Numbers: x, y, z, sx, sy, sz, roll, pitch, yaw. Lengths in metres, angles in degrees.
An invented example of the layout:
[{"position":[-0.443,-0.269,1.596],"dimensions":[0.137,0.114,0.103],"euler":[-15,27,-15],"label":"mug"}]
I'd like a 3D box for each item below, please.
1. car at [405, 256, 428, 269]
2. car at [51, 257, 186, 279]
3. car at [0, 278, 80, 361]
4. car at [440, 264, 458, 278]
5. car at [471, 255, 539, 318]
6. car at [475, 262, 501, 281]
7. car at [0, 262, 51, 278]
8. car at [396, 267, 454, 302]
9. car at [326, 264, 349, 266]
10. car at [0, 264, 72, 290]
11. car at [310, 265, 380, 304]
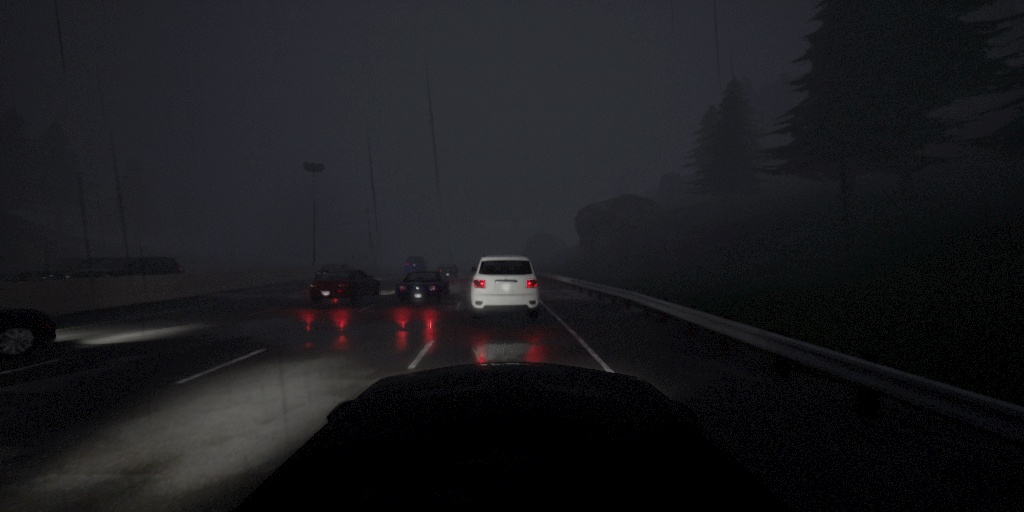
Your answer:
[{"position":[-10.730,1.051,40.240],"dimensions":[2.150,2.045,5.566],"euler":[0,0,-11],"label":"car"},{"position":[-22.173,1.047,20.813],"dimensions":[2.150,2.045,5.566],"euler":[0,0,-6],"label":"car"},{"position":[-10.529,1.283,5.497],"dimensions":[1.837,1.490,4.892],"euler":[0,0,-1],"label":"car"},{"position":[-6.241,1.413,34.999],"dimensions":[1.895,1.301,4.718],"euler":[0,0,-9],"label":"car"},{"position":[-0.317,0.989,13.227],"dimensions":[2.150,2.045,5.566],"euler":[0,0,-3],"label":"car"},{"position":[-2.191,1.303,31.542],"dimensions":[1.837,1.490,4.892],"euler":[0,0,-8],"label":"car"},{"position":[-25.750,1.055,21.365],"dimensions":[2.150,2.045,5.566],"euler":[0,0,-6],"label":"car"},{"position":[-4.098,1.382,17.240],"dimensions":[1.895,1.301,4.718],"euler":[0,0,-4],"label":"car"},{"position":[-11.893,1.301,24.836],"dimensions":[2.128,1.511,4.902],"euler":[0,0,-7],"label":"car"},{"position":[-33.086,1.330,23.869],"dimensions":[1.882,1.535,5.008],"euler":[0,0,-7],"label":"car"},{"position":[-7.575,1.313,16.592],"dimensions":[1.812,1.442,4.674],"euler":[0,0,-4],"label":"car"}]
